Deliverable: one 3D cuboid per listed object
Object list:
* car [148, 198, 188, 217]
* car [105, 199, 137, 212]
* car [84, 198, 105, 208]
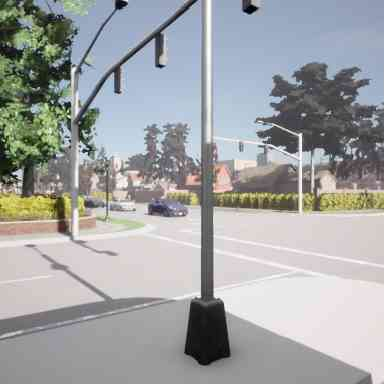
[{"bbox_3d":[-2.323,1.352,31.360,2.097,1.767,4.553,0,0,-36],"label":"car"},{"bbox_3d":[-8.291,1.526,39.609,1.812,1.442,4.674,0,0,-36],"label":"car"},{"bbox_3d":[-13.954,1.547,47.430,2.033,1.411,5.357,0,0,-36],"label":"car"}]
